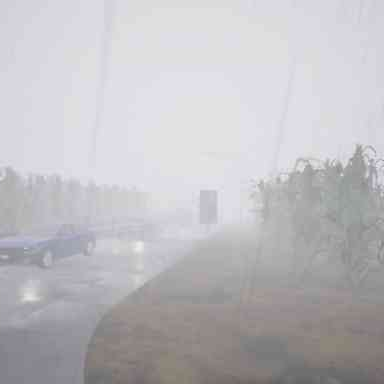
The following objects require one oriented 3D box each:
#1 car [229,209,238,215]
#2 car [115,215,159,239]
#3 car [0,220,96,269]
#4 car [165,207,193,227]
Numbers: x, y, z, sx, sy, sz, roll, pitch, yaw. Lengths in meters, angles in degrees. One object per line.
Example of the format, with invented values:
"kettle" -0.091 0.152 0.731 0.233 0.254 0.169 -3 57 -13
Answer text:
"car" 11.003 5.410 89.442 2.128 1.511 4.902 1 -2 10
"car" -3.702 2.385 23.199 1.837 1.490 4.892 1 -2 10
"car" -5.510 1.892 12.987 1.882 1.535 5.008 1 -2 9
"car" -1.306 2.706 36.545 2.150 2.045 5.566 1 -2 10
